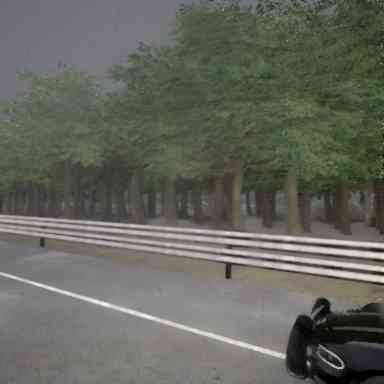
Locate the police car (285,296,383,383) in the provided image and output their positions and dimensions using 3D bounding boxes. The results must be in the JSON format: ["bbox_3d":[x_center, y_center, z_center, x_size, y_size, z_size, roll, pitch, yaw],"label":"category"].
[{"bbox_3d":[3.486,1.561,2.746,5.238,1.638,1.930,0,-2,35],"label":"police car"}]
